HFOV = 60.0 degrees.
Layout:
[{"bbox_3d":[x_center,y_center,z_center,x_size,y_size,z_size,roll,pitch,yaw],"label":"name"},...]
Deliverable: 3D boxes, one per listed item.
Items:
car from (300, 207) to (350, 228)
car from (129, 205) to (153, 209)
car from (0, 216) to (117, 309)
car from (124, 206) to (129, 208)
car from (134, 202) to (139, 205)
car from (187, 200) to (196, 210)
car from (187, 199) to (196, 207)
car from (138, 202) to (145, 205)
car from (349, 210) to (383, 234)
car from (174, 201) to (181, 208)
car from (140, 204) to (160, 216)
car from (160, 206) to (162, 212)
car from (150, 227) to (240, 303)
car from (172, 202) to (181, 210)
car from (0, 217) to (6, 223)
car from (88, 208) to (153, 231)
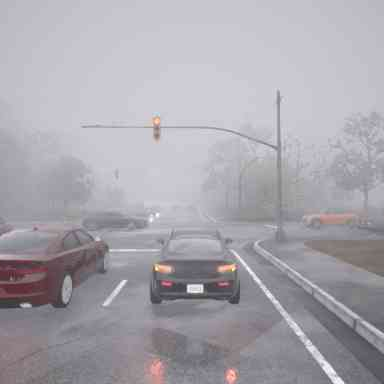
[{"bbox_3d":[11.757,2.162,28.653,4.553,1.767,2.097,0,-3,-2],"label":"car"},{"bbox_3d":[-7.173,3.034,47.162,1.882,1.535,5.008,0,-2,1],"label":"car"},{"bbox_3d":[-3.432,1.556,8.110,1.882,1.535,5.008,0,-1,0],"label":"car"},{"bbox_3d":[-10.684,3.030,47.027,1.882,1.535,5.008,0,-2,0],"label":"car"},{"bbox_3d":[-10.687,3.103,55.886,2.097,1.767,4.553,0,-1,0],"label":"car"},{"bbox_3d":[-0.142,3.301,77.266,1.994,1.385,4.181,0,0,0],"label":"car"},{"bbox_3d":[-0.253,2.890,87.001,2.097,1.767,4.553,0,0,-4],"label":"car"},{"bbox_3d":[-10.644,3.037,66.546,2.150,2.045,5.566,0,0,0],"label":"car"},{"bbox_3d":[13.497,2.046,21.513,5.357,1.411,2.033,0,-2,-2],"label":"car"},{"bbox_3d":[-3.761,3.223,86.876,1.812,1.442,4.674,0,0,-4],"label":"car"},{"bbox_3d":[-7.189,3.253,56.633,2.128,1.511,4.902,0,-1,0],"label":"car"},{"bbox_3d":[-7.144,3.307,66.690,2.128,1.511,4.902,0,0,0],"label":"car"},{"bbox_3d":[0.065,1.606,8.255,1.812,1.442,4.674,0,-1,0],"label":"car"},{"bbox_3d":[-3.642,3.353,76.965,1.895,1.301,4.718,0,0,0],"label":"car"},{"bbox_3d":[-10.457,1.900,16.492,1.895,1.301,4.718,1,-2,-15],"label":"car"},{"bbox_3d":[-5.764,2.165,25.185,4.892,1.490,1.837,0,-2,4],"label":"car"}]
